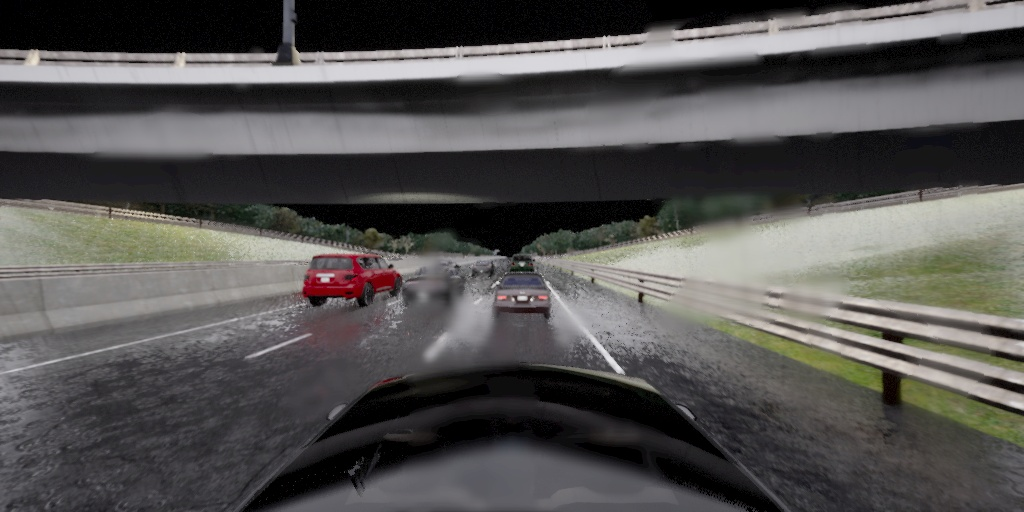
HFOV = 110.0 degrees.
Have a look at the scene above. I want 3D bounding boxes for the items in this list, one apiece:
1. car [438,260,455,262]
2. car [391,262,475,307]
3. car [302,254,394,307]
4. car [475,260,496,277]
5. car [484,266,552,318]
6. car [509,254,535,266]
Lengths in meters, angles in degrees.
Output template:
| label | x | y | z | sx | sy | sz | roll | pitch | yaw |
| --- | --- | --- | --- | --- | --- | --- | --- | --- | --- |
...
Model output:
| label | x | y | z | sx | sy | sz | roll | pitch | yaw |
| --- | --- | --- | --- | --- | --- | --- | --- | --- | --- |
| car | -6.065 | 1.120 | 33.402 | 2.128 | 1.511 | 4.902 | 0 | 0 | 2 |
| car | -3.064 | 1.182 | 15.080 | 2.128 | 1.511 | 4.902 | 0 | 0 | 2 |
| car | -6.557 | 0.917 | 15.409 | 2.150 | 2.045 | 5.566 | 0 | 0 | 2 |
| car | -2.566 | 1.114 | 33.296 | 2.128 | 1.511 | 4.902 | 0 | 0 | 2 |
| car | 0.378 | 1.241 | 12.753 | 2.033 | 1.411 | 5.357 | 0 | 0 | 2 |
| car | 0.917 | 0.839 | 32.643 | 2.150 | 2.045 | 5.566 | 0 | 0 | 2 |
